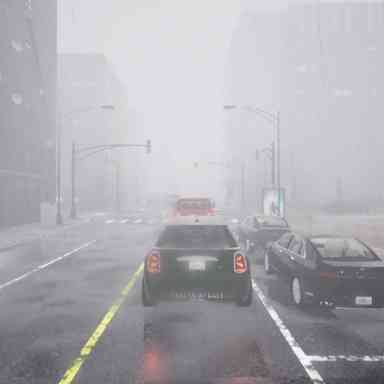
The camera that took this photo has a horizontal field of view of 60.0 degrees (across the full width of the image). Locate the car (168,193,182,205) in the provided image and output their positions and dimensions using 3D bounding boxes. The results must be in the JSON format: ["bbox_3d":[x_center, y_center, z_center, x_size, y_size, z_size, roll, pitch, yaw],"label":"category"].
[{"bbox_3d":[-3.071,1.241,60.385,2.150,2.045,5.566,0,0,0],"label":"car"}]

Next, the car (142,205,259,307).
[{"bbox_3d":[0.100,1.354,8.152,2.097,1.767,4.553,0,0,0],"label":"car"}]

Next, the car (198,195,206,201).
[{"bbox_3d":[2.700,1.582,90.414,1.887,1.381,4.507,1,0,0],"label":"car"}]

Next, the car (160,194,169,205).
[{"bbox_3d":[-2.769,1.255,44.147,2.150,2.045,5.566,0,1,-4],"label":"car"}]

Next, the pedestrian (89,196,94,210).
[{"bbox_3d":[-12.529,1.348,41.381,0.375,1.860,0.375,0,0,0],"label":"pedestrian"}]

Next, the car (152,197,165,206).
[{"bbox_3d":[-5.680,1.566,57.028,1.887,1.381,4.507,1,0,0],"label":"car"}]

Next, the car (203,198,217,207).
[{"bbox_3d":[2.700,1.585,51.417,1.947,1.339,4.313,1,0,0],"label":"car"}]

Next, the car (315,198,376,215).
[{"bbox_3d":[13.703,1.413,29.856,4.206,1.307,1.802,0,0,0],"label":"car"}]

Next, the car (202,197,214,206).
[{"bbox_3d":[2.700,1.603,56.988,1.802,1.307,4.206,1,0,0],"label":"car"}]

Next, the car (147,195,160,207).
[{"bbox_3d":[-5.676,1.334,51.457,2.192,1.841,5.009,1,0,0],"label":"car"}]

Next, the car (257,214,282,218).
[{"bbox_3d":[2.830,1.555,13.224,2.008,1.369,4.403,1,0,0],"label":"car"}]

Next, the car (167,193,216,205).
[{"bbox_3d":[0.087,1.228,17.622,2.150,2.045,5.566,0,0,0],"label":"car"}]

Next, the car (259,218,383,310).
[{"bbox_3d":[2.831,1.553,7.654,2.008,1.369,4.403,1,0,0],"label":"car"}]

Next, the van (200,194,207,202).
[{"bbox_3d":[2.702,1.373,79.274,1.690,1.788,3.998,1,0,0],"label":"van"}]

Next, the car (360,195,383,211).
[{"bbox_3d":[19.290,1.228,38.198,5.009,1.841,2.192,0,0,0],"label":"car"}]

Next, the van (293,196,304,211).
[{"bbox_3d":[13.763,1.296,38.237,3.998,1.788,1.690,0,0,0],"label":"van"}]

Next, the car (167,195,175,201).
[{"bbox_3d":[-5.681,1.603,90.454,1.947,1.339,4.313,1,0,0],"label":"car"}]

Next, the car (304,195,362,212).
[{"bbox_3d":[14.997,1.412,35.645,4.892,1.490,1.837,-1,-1,0],"label":"car"}]

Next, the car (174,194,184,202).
[{"bbox_3d":[-3.002,1.385,75.702,2.097,1.767,4.553,0,0,0],"label":"car"}]
